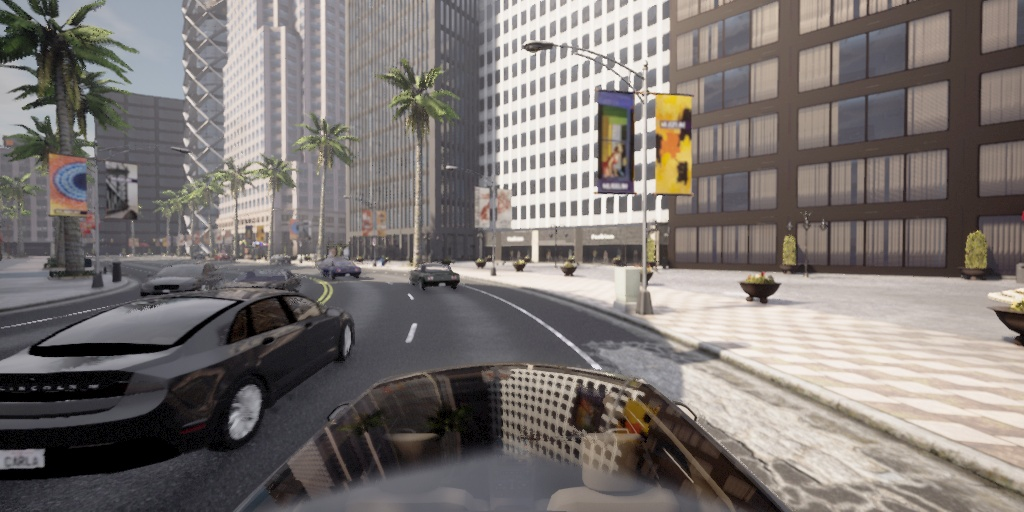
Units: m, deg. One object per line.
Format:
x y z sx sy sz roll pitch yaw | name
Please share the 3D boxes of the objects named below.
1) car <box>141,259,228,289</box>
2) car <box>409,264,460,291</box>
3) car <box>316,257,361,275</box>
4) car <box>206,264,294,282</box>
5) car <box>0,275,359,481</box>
-14.281 1.058 15.796 1.837 1.490 4.892 0 1 -28 | car
-4.447 1.103 19.926 1.895 1.301 4.718 0 1 -25 | car
-12.874 1.007 26.753 1.895 1.301 4.718 -1 1 -39 | car
-9.598 1.182 13.902 1.895 1.301 4.718 0 1 -21 | car
-3.786 1.207 5.012 1.837 1.490 4.892 1 0 -5 | car
